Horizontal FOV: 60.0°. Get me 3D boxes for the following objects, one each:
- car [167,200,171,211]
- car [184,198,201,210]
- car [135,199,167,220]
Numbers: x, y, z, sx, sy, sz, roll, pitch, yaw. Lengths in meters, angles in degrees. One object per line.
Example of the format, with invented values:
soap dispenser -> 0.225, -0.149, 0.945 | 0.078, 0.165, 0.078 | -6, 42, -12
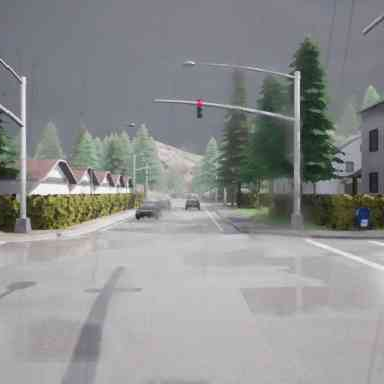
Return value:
car -> -3.572, 1.577, 40.540 | 1.994, 1.385, 4.181 | 0, 0, 0
car -> 0.100, 1.519, 43.289 | 1.837, 1.490, 4.892 | 0, 0, 0
car -> -3.599, 1.557, 28.638 | 2.033, 1.411, 5.357 | 0, 0, 0
